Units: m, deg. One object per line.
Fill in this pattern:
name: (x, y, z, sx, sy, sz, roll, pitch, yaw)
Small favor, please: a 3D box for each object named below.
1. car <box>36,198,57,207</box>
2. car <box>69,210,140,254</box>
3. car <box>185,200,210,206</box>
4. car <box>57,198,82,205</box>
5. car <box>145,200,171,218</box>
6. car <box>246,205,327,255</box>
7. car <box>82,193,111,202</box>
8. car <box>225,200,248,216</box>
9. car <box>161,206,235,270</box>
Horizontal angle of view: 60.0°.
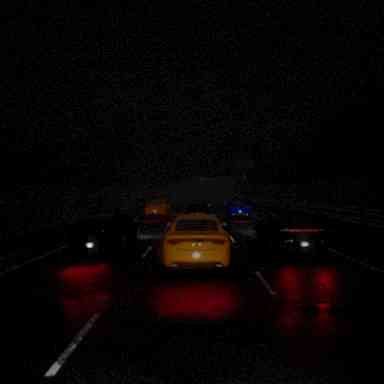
car: (-20.084, 1.499, 46.630, 1.994, 1.385, 4.181, 0, 0, 3)
car: (-3.308, 1.479, 13.308, 1.837, 1.490, 4.892, 0, 0, 1)
car: (0.484, 1.470, 28.428, 1.837, 1.490, 4.892, 0, 0, 2)
car: (-16.592, 1.502, 46.418, 1.994, 1.385, 4.181, 0, 0, 3)
car: (-2.974, 1.440, 29.938, 1.882, 1.535, 5.008, 0, 0, 2)
car: (3.691, 1.469, 13.173, 2.128, 1.511, 4.902, 0, 0, 1)
car: (-13.081, 1.164, 46.734, 2.150, 2.045, 5.566, 0, 0, 3)
car: (4.026, 1.444, 29.798, 1.882, 1.535, 5.008, 0, 0, 2)
car: (0.157, 1.455, 10.976, 1.882, 1.535, 5.008, 0, 0, 1)
